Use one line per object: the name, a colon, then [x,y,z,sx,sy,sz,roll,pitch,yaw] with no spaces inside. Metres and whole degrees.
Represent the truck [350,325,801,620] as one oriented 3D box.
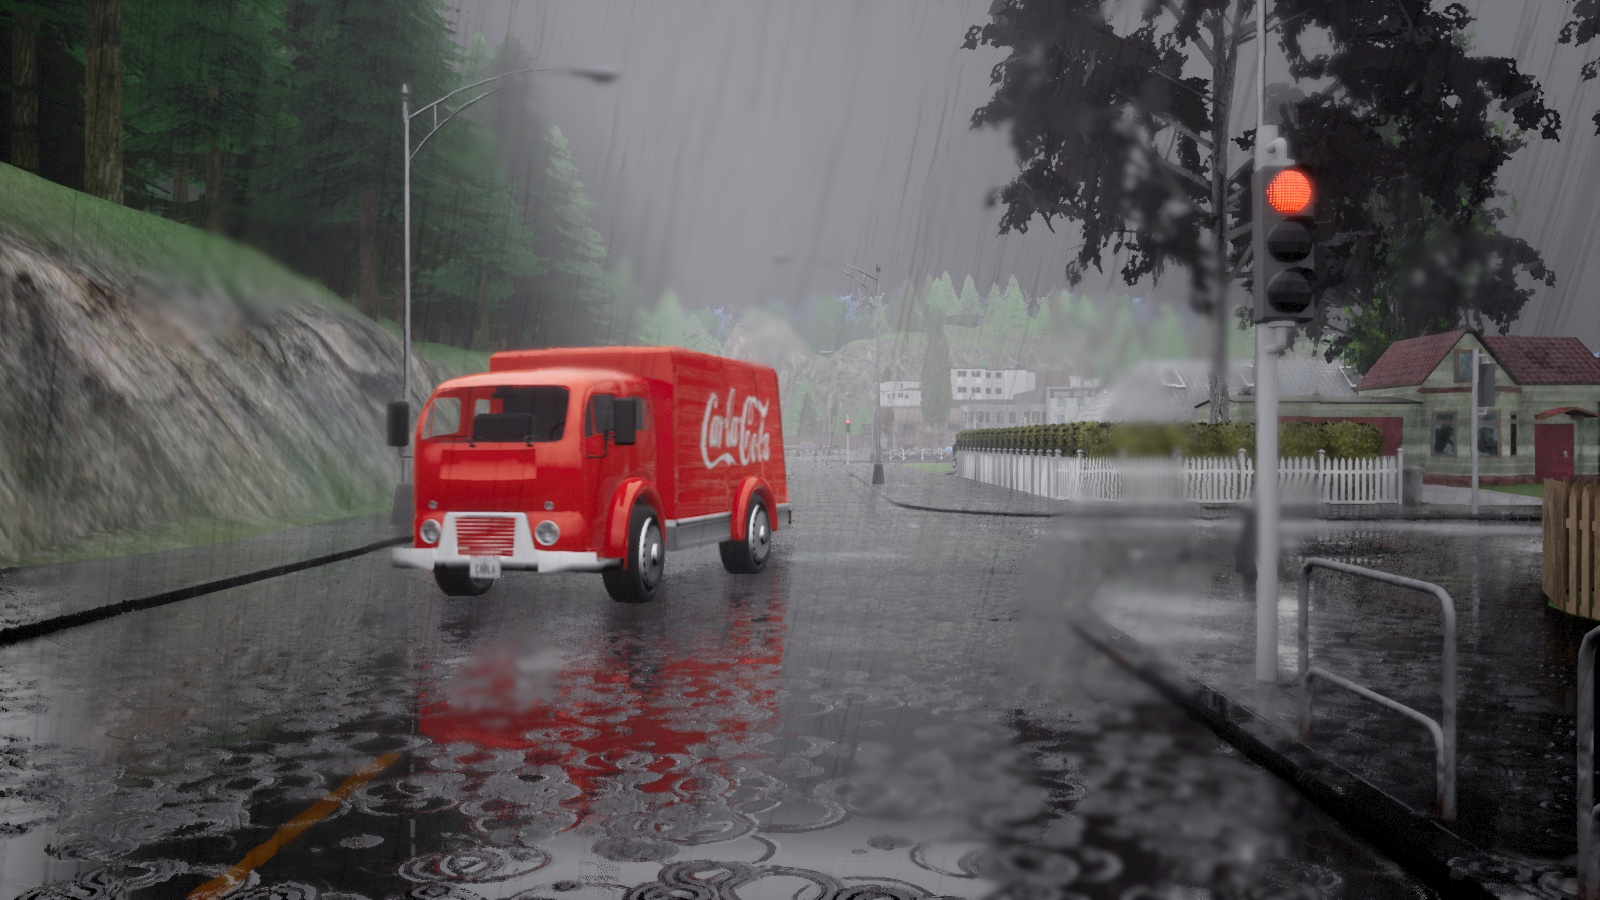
truck: [-2.009,0.183,13.362,2.627,2.467,5.204,0,0,17]
